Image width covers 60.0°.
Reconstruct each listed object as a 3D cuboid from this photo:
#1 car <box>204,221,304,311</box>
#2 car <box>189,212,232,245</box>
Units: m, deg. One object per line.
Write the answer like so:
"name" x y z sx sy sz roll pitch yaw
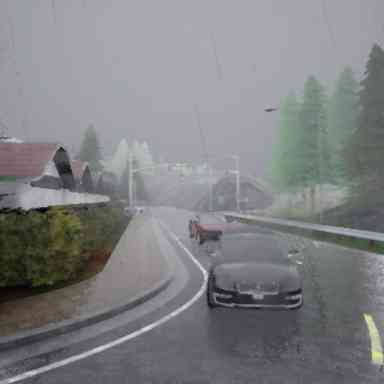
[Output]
"car" 1.450 1.696 8.373 1.837 1.490 4.892 -1 -2 6
"car" 1.024 1.910 18.348 1.882 1.535 5.008 0 -1 -8
